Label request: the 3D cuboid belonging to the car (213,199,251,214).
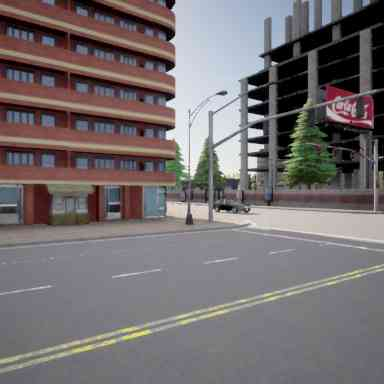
[{"bbox_3d":[4.209,1.491,35.904,2.128,1.511,4.902,0,0,-35],"label":"car"}]
